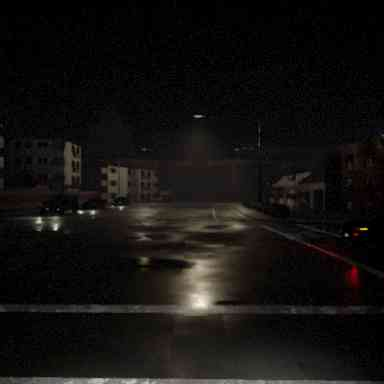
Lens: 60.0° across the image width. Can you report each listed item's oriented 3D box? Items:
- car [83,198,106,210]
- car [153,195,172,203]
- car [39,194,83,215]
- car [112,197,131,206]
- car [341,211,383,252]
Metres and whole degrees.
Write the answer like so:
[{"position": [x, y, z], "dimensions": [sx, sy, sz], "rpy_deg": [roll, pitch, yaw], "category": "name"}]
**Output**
[{"position": [-13.030, 1.526, 44.362], "dimensions": [1.882, 1.535, 5.008], "rpy_deg": [0, 0, 4], "category": "car"}, {"position": [-6.265, 1.413, 70.451], "dimensions": [2.097, 1.767, 4.553], "rpy_deg": [0, 0, 32], "category": "car"}, {"position": [-13.570, 1.240, 34.297], "dimensions": [2.150, 2.045, 5.566], "rpy_deg": [0, 0, 3], "category": "car"}, {"position": [-11.914, 1.589, 56.362], "dimensions": [1.837, 1.490, 4.892], "rpy_deg": [0, 0, 10], "category": "car"}, {"position": [8.324, 1.482, 13.082], "dimensions": [4.674, 1.442, 1.812], "rpy_deg": [0, -1, -3], "category": "car"}]
